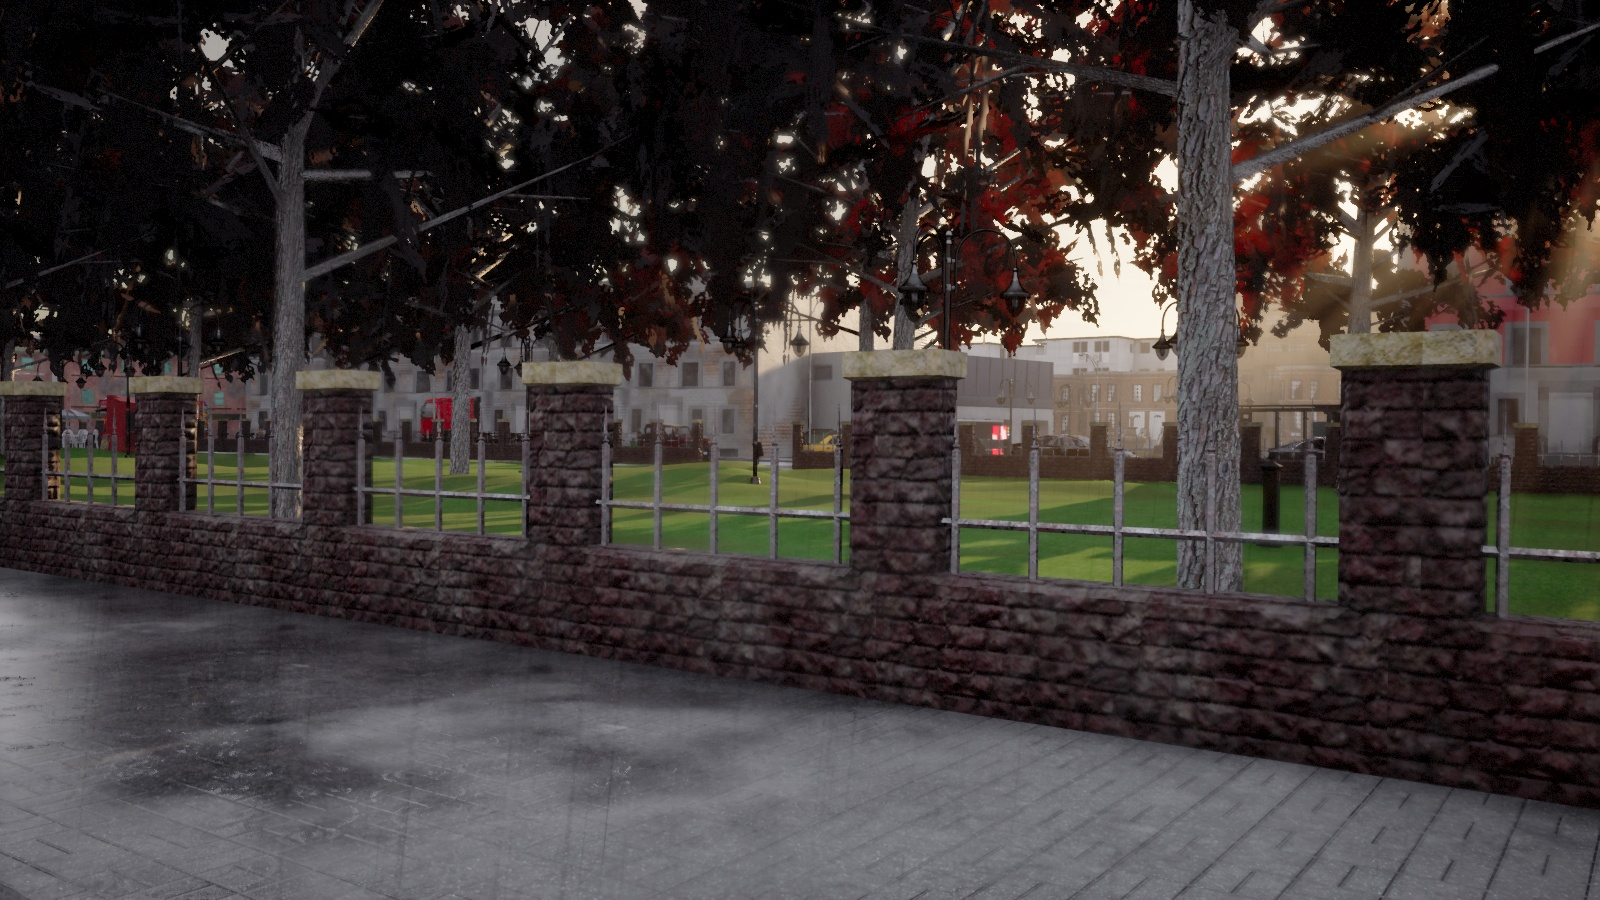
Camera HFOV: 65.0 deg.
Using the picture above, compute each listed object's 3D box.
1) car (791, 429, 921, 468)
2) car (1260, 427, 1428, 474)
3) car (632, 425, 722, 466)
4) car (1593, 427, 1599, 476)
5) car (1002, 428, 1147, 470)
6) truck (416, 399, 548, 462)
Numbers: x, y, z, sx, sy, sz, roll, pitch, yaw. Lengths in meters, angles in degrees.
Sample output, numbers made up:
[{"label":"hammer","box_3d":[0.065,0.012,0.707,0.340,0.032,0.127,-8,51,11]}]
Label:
[{"label":"car","box_3d":[2.332,-0.076,53.101,5.366,1.575,1.801,0,1,35]},{"label":"car","box_3d":[18.149,-0.001,41.978,4.892,1.490,1.837,0,1,35]},{"label":"car","box_3d":[-5.764,-0.223,58.789,3.866,1.878,1.905,0,1,35]},{"label":"car","box_3d":[25.908,0.024,36.535,4.674,1.442,1.812,0,1,36]},{"label":"car","box_3d":[10.341,-0.054,47.469,4.902,1.511,2.128,0,1,35]},{"label":"truck","box_3d":[-18.429,-1.075,72.542,7.936,3.462,2.891,0,1,35]}]
